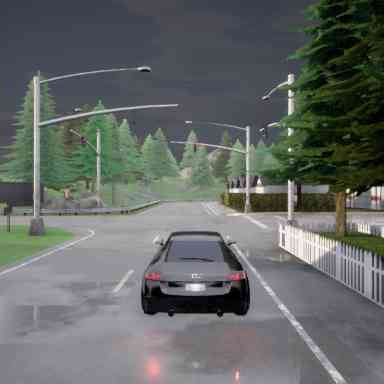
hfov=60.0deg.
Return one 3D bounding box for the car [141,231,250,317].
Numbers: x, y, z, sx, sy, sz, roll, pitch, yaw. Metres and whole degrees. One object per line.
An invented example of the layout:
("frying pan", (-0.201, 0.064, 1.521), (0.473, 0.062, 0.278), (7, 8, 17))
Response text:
("car", (0.077, 1.564, 7.565), (1.994, 1.385, 4.181), (0, 0, 1))
